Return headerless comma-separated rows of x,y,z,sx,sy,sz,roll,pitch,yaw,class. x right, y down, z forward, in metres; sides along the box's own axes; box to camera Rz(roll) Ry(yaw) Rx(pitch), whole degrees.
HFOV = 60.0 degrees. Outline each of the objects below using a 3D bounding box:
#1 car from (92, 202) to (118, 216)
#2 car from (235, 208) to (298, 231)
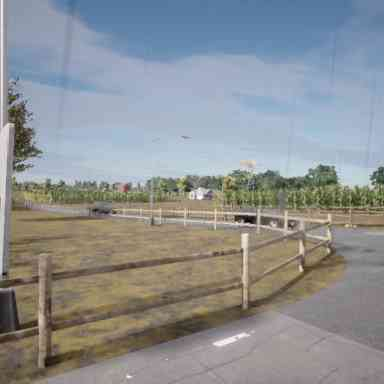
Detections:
-13.019,2.524,49.494,2.150,2.045,5.566,3,-3,-36,car
5.242,1.905,23.965,1.882,1.535,5.008,3,-3,-36,car
